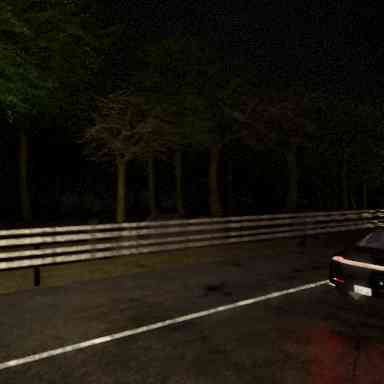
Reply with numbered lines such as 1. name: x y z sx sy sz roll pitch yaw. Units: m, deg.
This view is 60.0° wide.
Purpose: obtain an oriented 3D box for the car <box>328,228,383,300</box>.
1. car: 4.955 1.489 7.120 4.902 1.511 2.128 0 0 -34
